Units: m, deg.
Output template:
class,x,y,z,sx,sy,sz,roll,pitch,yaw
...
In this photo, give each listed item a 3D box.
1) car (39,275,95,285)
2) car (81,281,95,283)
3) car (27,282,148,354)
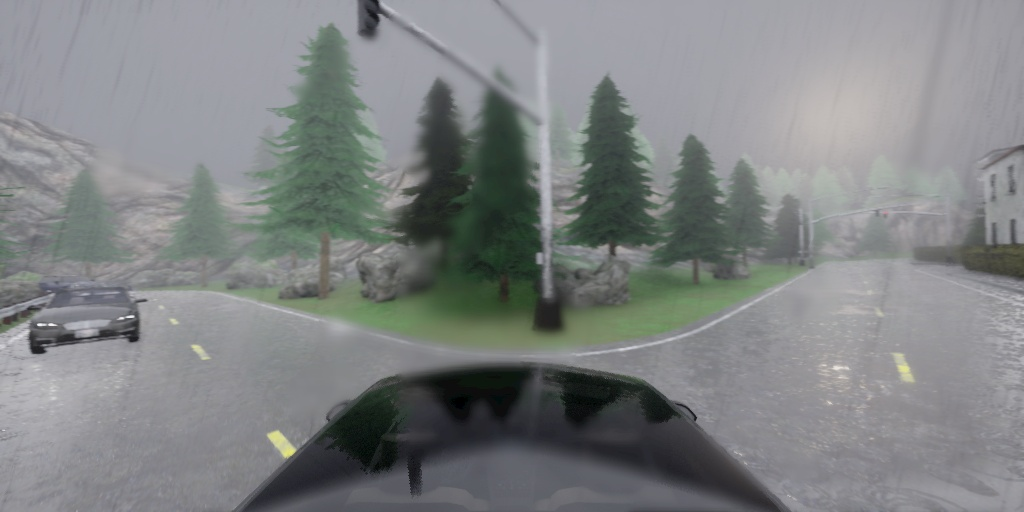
class,x,y,z,sx,sy,sz,roll,pitch,yaw
car,-33.114,2.229,26.955,4.553,1.767,2.097,-2,0,12
car,-20.419,2.059,18.250,4.718,1.301,1.895,-2,-1,44
car,-11.988,1.650,10.273,4.902,1.511,2.128,-2,-1,43
